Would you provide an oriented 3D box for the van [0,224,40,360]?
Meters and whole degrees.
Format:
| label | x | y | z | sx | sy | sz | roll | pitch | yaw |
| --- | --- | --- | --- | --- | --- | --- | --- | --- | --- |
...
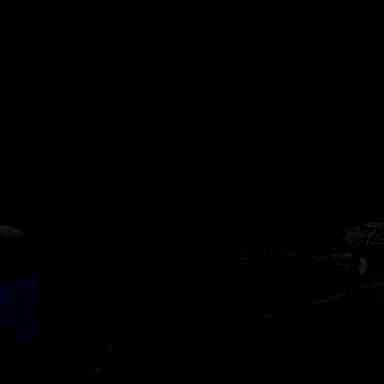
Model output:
| label | x | y | z | sx | sy | sz | roll | pitch | yaw |
| --- | --- | --- | --- | --- | --- | --- | --- | --- | --- |
| van | -3.954 | 1.329 | 3.934 | 3.998 | 1.788 | 1.690 | 1 | 0 | -35 |

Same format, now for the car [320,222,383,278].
| label | x | y | z | sx | sy | sz | roll | pitch | yaw |
| --- | --- | --- | --- | --- | --- | --- | --- | --- | --- |
| car | 5.281 | 1.666 | 10.519 | 4.403 | 1.369 | 2.008 | 1 | 0 | -35 |

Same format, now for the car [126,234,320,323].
| label | x | y | z | sx | sy | sz | roll | pitch | yaw |
| --- | --- | --- | --- | --- | --- | --- | --- | --- | --- |
| car | 0.661 | 1.634 | 7.226 | 4.206 | 1.307 | 1.802 | 1 | 0 | -35 |
